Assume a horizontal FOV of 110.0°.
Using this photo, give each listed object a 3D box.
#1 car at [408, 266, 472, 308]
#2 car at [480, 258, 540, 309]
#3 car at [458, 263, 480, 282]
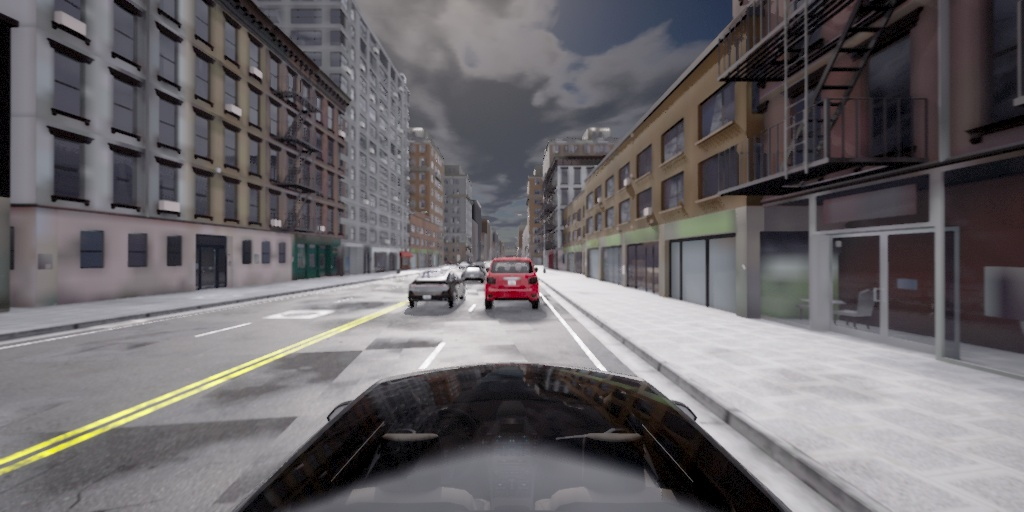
[{"bbox_3d":[-3.248,1.376,16.132,2.128,1.511,4.902,0,0,0],"label":"car"},{"bbox_3d":[-0.001,1.097,15.859,2.150,2.045,5.566,0,0,0],"label":"car"},{"bbox_3d":[-3.247,1.584,31.150,1.994,1.385,4.181,0,0,0],"label":"car"}]
